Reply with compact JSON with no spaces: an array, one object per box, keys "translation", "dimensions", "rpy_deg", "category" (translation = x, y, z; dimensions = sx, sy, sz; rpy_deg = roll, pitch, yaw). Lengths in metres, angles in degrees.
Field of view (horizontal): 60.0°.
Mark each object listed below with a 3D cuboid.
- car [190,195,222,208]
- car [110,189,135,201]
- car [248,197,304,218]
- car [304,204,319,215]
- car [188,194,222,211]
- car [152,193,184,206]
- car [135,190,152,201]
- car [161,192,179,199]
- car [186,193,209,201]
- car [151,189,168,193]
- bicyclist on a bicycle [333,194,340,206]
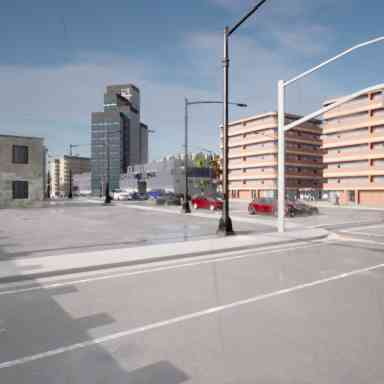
[{"translation":[1.730,1.181,43.455],"dimensions":[1.812,1.442,4.674],"rpy_deg":[0,1,-33],"category":"car"},{"translation":[-12.556,0.519,58.276],"dimensions":[2.150,2.045,5.566],"rpy_deg":[0,1,-34],"category":"car"},{"translation":[7.111,1.231,29.387],"dimensions":[2.097,1.767,4.553],"rpy_deg":[0,1,-34],"category":"car"},{"translation":[9.492,1.412,32.096],"dimensions":[2.033,1.411,5.357],"rpy_deg":[0,1,-35],"category":"car"},{"translation":[1.962,1.228,36.894],"dimensions":[1.882,1.535,5.008],"rpy_deg":[0,1,-34],"category":"car"},{"translation":[-3.163,1.156,44.402],"dimensions":[1.994,1.385,4.181],"rpy_deg":[0,1,-34],"category":"car"},{"translation":[-9.523,0.827,60.035],"dimensions":[1.812,1.442,4.674],"rpy_deg":[0,1,-34],"category":"car"},{"translation":[-4.676,0.661,71.557],"dimensions":[1.994,1.385,4.181],"rpy_deg":[0,1,-34],"category":"car"},{"translation":[0.964,0.958,63.321],"dimensions":[1.895,1.301,4.718],"rpy_deg":[0,1,-34],"category":"car"},{"translation":[-7.580,0.333,69.602],"dimensions":[2.150,2.045,5.566],"rpy_deg":[0,1,-34],"category":"car"},{"translation":[19.976,1.093,45.979],"dimensions":[1.656,1.620,0.582],"rpy_deg":[0,1,-34],"category":"bicyclist on a bicycle"}]
